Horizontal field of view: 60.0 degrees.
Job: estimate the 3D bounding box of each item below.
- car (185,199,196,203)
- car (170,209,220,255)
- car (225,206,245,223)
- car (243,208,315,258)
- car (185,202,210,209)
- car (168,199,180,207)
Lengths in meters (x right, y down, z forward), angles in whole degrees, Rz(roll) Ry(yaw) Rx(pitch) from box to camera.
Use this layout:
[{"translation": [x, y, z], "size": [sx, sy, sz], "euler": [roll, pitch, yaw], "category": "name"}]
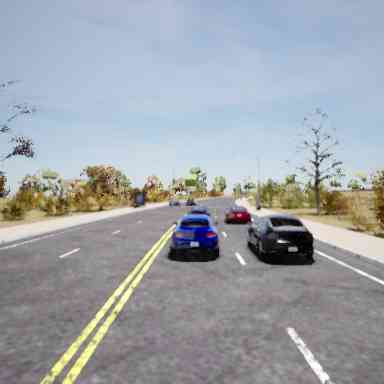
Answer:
[{"translation": [-0.234, 2.075, 65.654], "size": [1.837, 1.490, 4.892], "euler": [0, 0, 6], "category": "car"}, {"translation": [0.155, 1.667, 13.838], "size": [1.812, 1.442, 4.674], "euler": [0, 0, 2], "category": "car"}, {"translation": [3.825, 1.836, 28.106], "size": [1.994, 1.385, 4.181], "euler": [0, 0, 3], "category": "car"}, {"translation": [3.393, 1.644, 13.381], "size": [1.837, 1.490, 4.892], "euler": [0, 0, 2], "category": "car"}, {"translation": [0.590, 1.841, 28.468], "size": [1.994, 1.385, 4.181], "euler": [0, 0, 3], "category": "car"}, {"translation": [-3.465, 2.081, 66.008], "size": [2.128, 1.511, 4.902], "euler": [0, 0, 6], "category": "car"}]
